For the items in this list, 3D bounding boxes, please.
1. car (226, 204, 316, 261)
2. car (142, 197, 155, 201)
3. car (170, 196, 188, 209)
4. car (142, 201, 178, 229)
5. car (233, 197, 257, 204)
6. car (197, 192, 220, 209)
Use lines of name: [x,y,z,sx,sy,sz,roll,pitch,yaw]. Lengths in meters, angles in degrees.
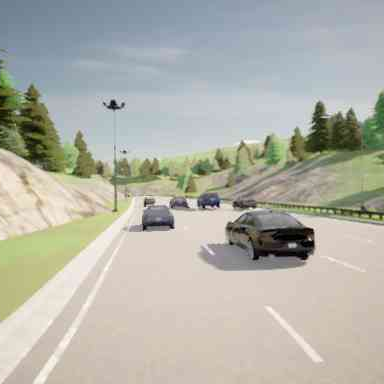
car: [2.583,1.401,12.091,1.882,1.535,5.008,-1,0,-8]
car: [-6.841,1.487,53.328,2.128,1.511,4.902,-1,0,-10]
car: [-1.772,1.279,43.832,2.097,1.767,4.553,-1,0,-9]
car: [-2.230,1.552,21.612,1.994,1.385,4.181,-1,0,-8]
car: [6.063,1.289,38.718,2.128,1.511,4.902,-1,0,-8]
car: [2.056,1.084,42.020,2.150,2.045,5.566,-1,0,-8]
